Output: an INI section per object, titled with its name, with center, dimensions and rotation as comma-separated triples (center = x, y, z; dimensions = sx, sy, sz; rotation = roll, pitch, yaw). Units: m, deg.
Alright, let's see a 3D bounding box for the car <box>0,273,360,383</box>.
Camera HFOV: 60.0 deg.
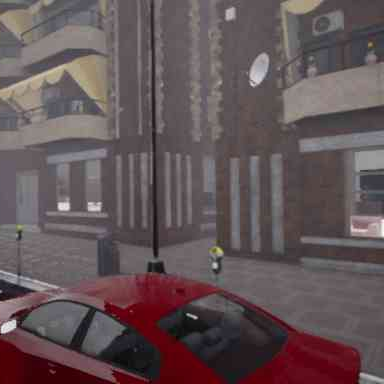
[car]
center = -0.720, 1.544, 3.404
dimensions = 4.507, 1.381, 1.887
rotation = 0, -1, 36
